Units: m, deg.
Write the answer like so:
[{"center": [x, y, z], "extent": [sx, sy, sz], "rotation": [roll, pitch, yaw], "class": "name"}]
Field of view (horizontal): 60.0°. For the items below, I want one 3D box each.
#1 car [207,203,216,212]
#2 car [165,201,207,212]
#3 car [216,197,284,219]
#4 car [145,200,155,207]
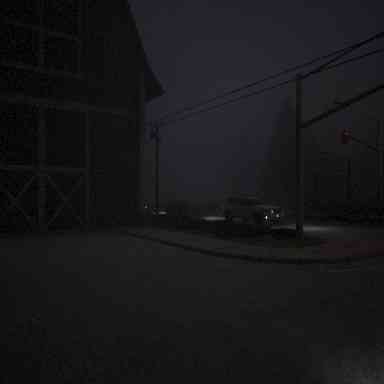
[{"center": [1.881, 1.839, 37.057], "extent": [1.895, 1.301, 4.718], "rotation": [0, 0, -34], "class": "car"}, {"center": [-0.975, 1.705, 34.684], "extent": [1.882, 1.535, 5.008], "rotation": [0, 0, -35], "class": "car"}, {"center": [4.665, 1.398, 26.457], "extent": [2.150, 2.045, 5.566], "rotation": [0, 0, -34], "class": "car"}, {"center": [-6.361, 1.782, 42.546], "extent": [1.837, 1.490, 4.892], "rotation": [0, 0, -34], "class": "car"}]
